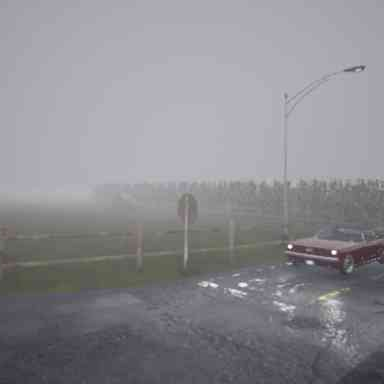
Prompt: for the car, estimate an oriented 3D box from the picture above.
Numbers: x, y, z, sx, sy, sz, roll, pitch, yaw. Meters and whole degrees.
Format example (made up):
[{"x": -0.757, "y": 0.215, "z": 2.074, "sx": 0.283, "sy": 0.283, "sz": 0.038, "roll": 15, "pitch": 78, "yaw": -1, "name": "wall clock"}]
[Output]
[{"x": 5.224, "y": 1.875, "z": 11.527, "sx": 4.718, "sy": 1.301, "sz": 1.895, "roll": 2, "pitch": -1, "yaw": -41, "name": "car"}]
